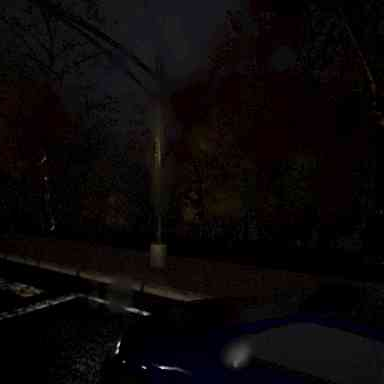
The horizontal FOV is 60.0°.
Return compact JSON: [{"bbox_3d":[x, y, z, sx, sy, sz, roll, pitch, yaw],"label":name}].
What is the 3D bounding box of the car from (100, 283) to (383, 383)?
[{"bbox_3d":[1.134,1.565,2.874,4.181,1.385,1.994,0,0,35],"label":"car"}]
